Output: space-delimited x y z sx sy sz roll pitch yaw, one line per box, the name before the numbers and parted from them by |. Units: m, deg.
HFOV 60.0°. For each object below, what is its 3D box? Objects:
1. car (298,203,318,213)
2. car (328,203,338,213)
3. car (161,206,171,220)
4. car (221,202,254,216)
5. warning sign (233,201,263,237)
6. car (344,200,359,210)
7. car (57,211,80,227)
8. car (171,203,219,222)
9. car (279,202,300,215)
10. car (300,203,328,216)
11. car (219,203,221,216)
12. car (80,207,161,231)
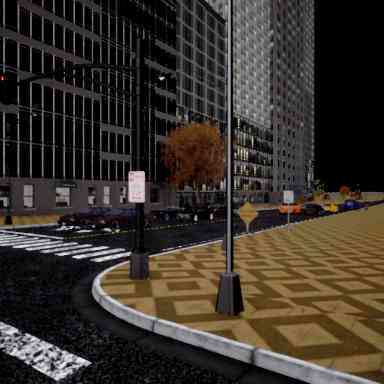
car | 19.154 2.576 54.735 2.033 1.411 5.357 0 -1 33
car | 21.886 2.510 52.975 1.882 1.535 5.008 0 -1 33
car | -2.338 2.098 33.578 1.895 1.301 4.718 0 -1 33
car | 5.866 2.033 40.284 2.097 1.767 4.553 0 -1 33
warning sign | 3.112 1.454 18.562 1.300 1.860 1.060 1 1 33
car | 31.485 2.536 65.764 2.150 2.045 5.566 0 -1 33
car | -7.535 1.873 25.518 2.033 1.411 5.357 0 -1 33
car | 0.396 2.006 31.820 1.837 1.490 4.892 0 -1 33
car | 13.751 2.203 46.265 2.097 1.767 4.553 0 -1 33
car | 16.288 2.353 44.210 1.837 1.490 4.892 0 -1 33
car | 3.484 2.181 42.585 2.128 1.511 4.902 0 -1 33
car | -4.883 1.874 23.634 2.033 1.411 5.357 0 -1 33
